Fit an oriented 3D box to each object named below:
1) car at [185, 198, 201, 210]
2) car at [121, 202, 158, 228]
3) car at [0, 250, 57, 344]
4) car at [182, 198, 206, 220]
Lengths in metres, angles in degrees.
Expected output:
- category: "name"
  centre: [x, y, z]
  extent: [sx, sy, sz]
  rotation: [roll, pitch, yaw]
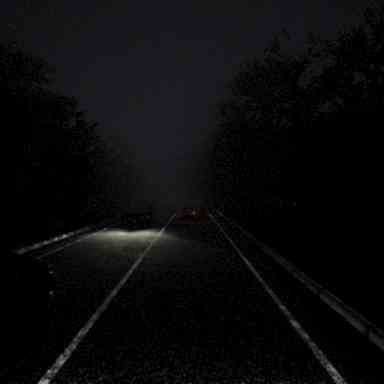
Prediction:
- category: "car"
  centre: [0.167, 1.523, 44.967]
  extent: [2.033, 1.411, 5.357]
  rotation: [0, 0, 0]
- category: "car"
  centre: [-3.470, 1.470, 22.556]
  extent: [1.882, 1.535, 5.008]
  rotation: [0, 0, 0]
- category: "car"
  centre: [-3.593, 1.561, 4.723]
  extent: [1.994, 1.385, 4.181]
  rotation: [0, 0, 0]
- category: "car"
  centre: [0.144, 1.470, 28.407]
  extent: [1.882, 1.535, 5.008]
  rotation: [0, 0, 0]
